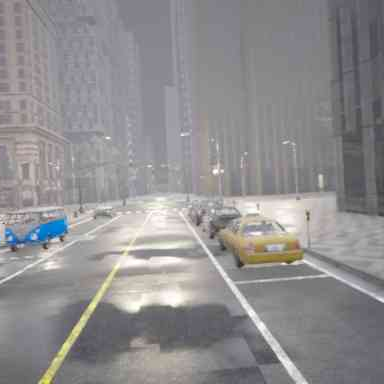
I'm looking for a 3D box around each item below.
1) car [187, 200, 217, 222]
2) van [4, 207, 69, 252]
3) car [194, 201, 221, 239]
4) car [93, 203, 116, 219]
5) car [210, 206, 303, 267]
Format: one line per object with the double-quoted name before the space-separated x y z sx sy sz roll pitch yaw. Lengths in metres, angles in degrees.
"car" 0.985 1.225 21.685 1.967 1.590 4.097 -3 0 -5
"van" -7.045 1.620 15.369 1.690 1.788 3.998 -3 0 -5
"car" 1.451 1.352 16.063 2.008 1.369 4.403 -3 0 -5
"car" -8.412 1.779 32.237 2.008 1.369 4.403 -3 0 -5
"car" 1.895 1.342 10.611 1.752 1.417 4.829 -3 0 -5
